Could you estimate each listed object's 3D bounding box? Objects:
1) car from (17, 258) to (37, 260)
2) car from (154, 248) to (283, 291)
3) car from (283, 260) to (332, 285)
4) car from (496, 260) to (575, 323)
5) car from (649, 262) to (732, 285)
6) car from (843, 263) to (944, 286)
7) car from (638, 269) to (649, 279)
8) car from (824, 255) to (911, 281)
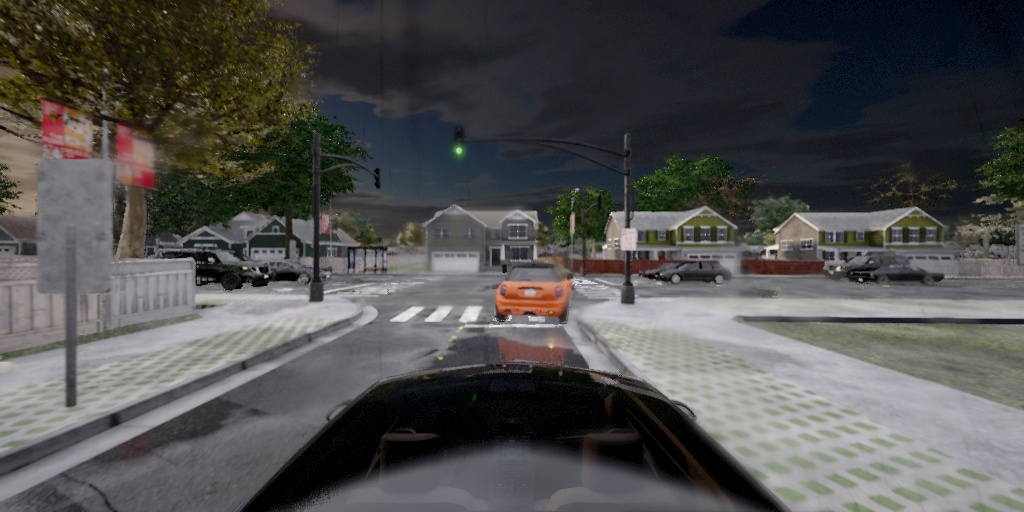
[{"bbox_3d":[-28.616,0.851,22.115,4.902,1.511,2.128,0,0,1],"label":"car"},{"bbox_3d":[-15.459,0.661,18.583,5.566,2.045,2.150,1,0,1],"label":"car"},{"bbox_3d":[-13.584,0.955,21.792,4.902,1.511,2.128,0,0,1],"label":"car"},{"bbox_3d":[0.946,0.986,11.946,2.097,1.767,4.553,1,1,12],"label":"car"},{"bbox_3d":[12.394,1.143,24.687,4.892,1.490,1.837,0,0,2],"label":"car"},{"bbox_3d":[25.980,1.315,24.402,4.718,1.301,1.895,0,0,1],"label":"car"},{"bbox_3d":[12.772,1.197,27.933,5.357,1.411,2.033,0,0,1],"label":"car"},{"bbox_3d":[27.435,0.954,27.627,5.566,2.045,2.150,0,0,1],"label":"car"}]
